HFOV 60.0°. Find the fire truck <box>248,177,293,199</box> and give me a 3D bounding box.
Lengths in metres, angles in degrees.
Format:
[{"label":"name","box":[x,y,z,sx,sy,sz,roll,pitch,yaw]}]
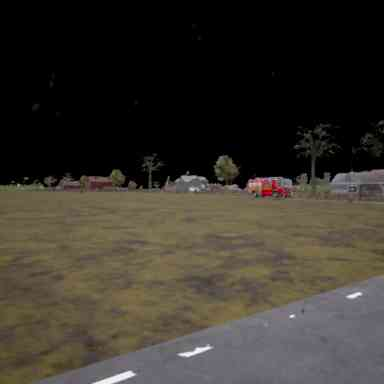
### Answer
[{"label":"fire truck","box":[14.334,-0.825,61.456,2.891,3.827,8.468,1,0,-35]}]
